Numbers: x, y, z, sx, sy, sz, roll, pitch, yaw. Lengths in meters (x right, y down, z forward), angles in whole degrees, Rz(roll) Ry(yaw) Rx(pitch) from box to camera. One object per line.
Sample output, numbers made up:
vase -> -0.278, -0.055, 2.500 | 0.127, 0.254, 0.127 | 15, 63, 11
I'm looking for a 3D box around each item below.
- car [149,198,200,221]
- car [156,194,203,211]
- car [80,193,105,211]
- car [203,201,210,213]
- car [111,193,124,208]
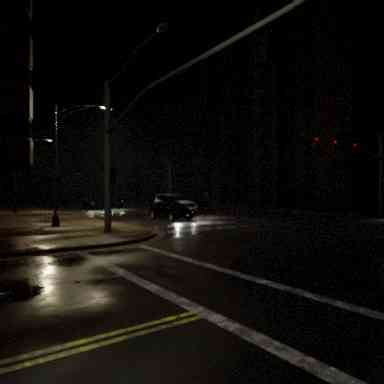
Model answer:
car -> -1.747, 1.488, 26.948 | 1.837, 1.490, 4.892 | 0, 1, -36
car -> -1.746, 1.203, 32.907 | 2.150, 2.045, 5.566 | 0, 0, -36
car -> -12.323, 1.336, 41.552 | 2.097, 1.767, 4.553 | 0, 0, -36
car -> 0.114, 1.503, 36.525 | 1.812, 1.442, 4.674 | 0, 0, -36
car -> -11.386, 1.204, 46.256 | 2.150, 2.045, 5.566 | 0, 0, -36
